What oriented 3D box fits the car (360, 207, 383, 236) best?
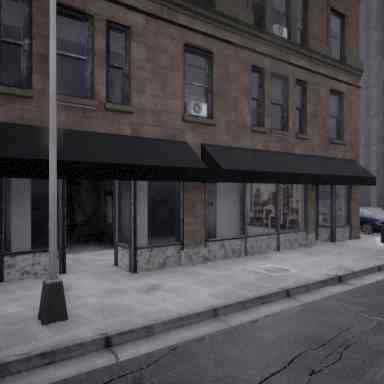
[{"bbox_3d":[8.906,1.489,18.746,1.882,1.535,5.008,0,0,-30],"label":"car"}]
